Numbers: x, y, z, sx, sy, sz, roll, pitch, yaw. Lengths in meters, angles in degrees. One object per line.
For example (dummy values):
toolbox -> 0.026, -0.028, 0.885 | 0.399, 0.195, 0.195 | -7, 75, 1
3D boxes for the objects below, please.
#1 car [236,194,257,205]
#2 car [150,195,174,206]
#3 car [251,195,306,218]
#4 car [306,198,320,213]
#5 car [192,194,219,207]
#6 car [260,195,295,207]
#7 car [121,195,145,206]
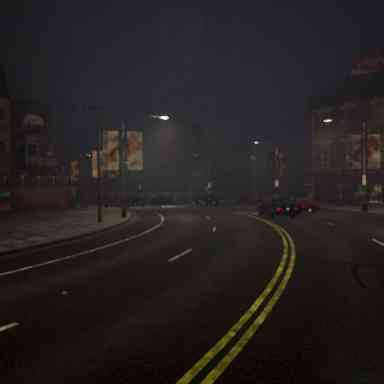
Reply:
car -> 7.835, 0.962, 45.059 | 2.002, 1.452, 4.674 | -1, 1, -26
car -> -4.110, 1.163, 45.712 | 1.994, 1.385, 4.181 | -1, 1, -31
car -> 6.487, 1.202, 25.721 | 2.033, 1.411, 5.357 | -1, 1, -5
car -> 9.418, 1.175, 29.749 | 1.895, 1.301, 4.718 | -1, 1, -9
car -> 1.661, 1.056, 42.441 | 1.837, 1.490, 4.892 | -1, 0, -25
car -> 10.149, 1.058, 39.817 | 1.895, 1.301, 4.718 | -1, 1, -16
car -> -8.202, 1.201, 45.754 | 1.837, 1.490, 4.892 | -1, 1, -35
